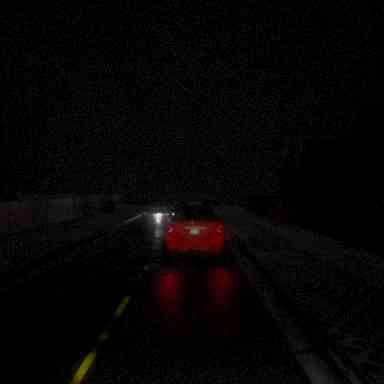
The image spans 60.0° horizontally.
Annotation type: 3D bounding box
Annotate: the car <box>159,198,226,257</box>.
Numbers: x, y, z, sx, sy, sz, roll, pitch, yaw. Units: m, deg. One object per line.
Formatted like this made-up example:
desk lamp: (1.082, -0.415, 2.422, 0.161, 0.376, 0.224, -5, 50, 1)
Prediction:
car: (0.115, 1.284, 12.808, 2.097, 1.767, 4.553, 0, 0, 1)

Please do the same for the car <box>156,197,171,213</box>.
car: (-2.585, 1.340, 34.684, 1.837, 1.490, 4.892, 0, 0, 1)

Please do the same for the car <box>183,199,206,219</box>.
car: (0.217, 1.387, 28.164, 1.812, 1.442, 4.674, 0, 0, 1)
